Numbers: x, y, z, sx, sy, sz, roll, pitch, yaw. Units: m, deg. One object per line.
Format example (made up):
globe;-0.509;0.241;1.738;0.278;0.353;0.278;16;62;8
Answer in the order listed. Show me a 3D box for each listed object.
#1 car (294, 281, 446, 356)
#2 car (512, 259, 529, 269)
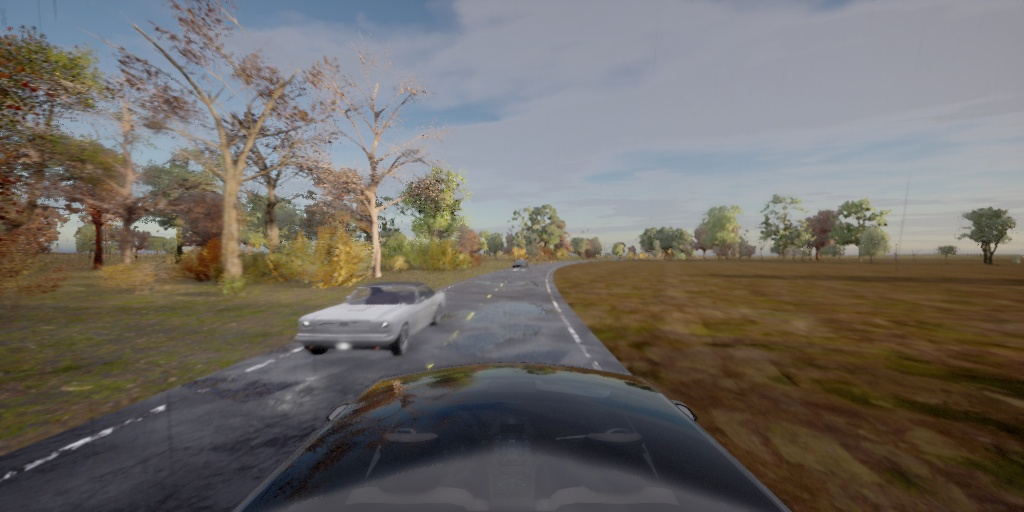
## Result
car;-2.975;1.313;8.657;1.895;1.301;4.718;0;0;1
car;1.341;1.153;51.913;2.033;1.411;5.357;0;0;10
